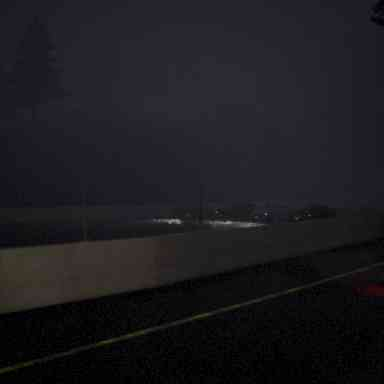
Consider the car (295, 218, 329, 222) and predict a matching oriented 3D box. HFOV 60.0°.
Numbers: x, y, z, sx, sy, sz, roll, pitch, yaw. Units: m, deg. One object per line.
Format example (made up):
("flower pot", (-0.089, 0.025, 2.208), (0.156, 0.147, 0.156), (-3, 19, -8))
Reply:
("car", (9.202, 1.654, 25.231), (4.902, 1.511, 2.128), (0, -1, -43))
